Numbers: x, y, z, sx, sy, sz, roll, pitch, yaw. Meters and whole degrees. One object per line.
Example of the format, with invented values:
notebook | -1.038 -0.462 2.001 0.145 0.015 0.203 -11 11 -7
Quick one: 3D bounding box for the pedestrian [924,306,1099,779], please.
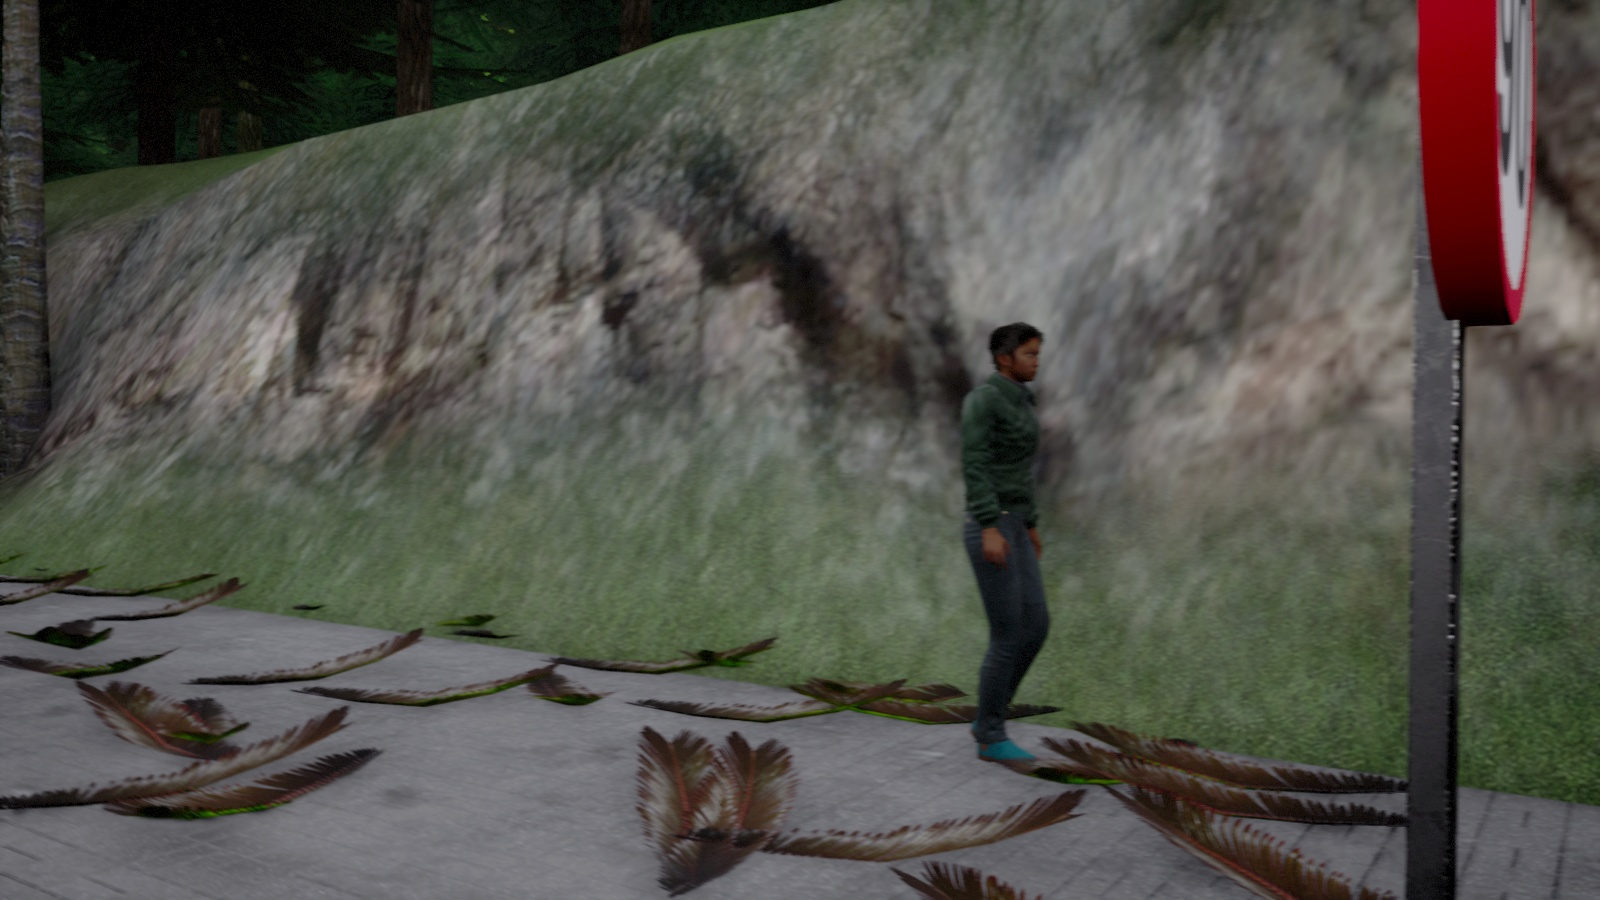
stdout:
pedestrian | 0.875 0.359 5.209 0.614 1.847 0.353 0 1 33
